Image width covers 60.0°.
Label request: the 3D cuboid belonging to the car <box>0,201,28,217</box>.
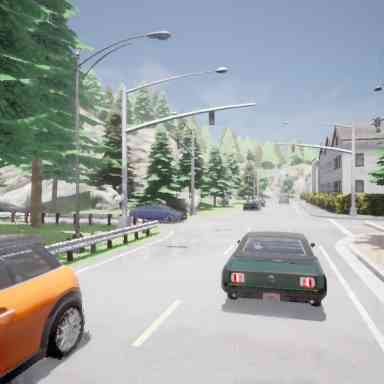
[{"bbox_3d":[-16.256,1.521,28.088,4.892,1.490,1.837,0,0,15],"label":"car"}]

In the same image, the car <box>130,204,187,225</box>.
[{"bbox_3d":[-2.468,1.574,24.319,4.181,1.385,1.994,0,0,16],"label":"car"}]

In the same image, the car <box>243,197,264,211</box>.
[{"bbox_3d":[7.486,1.601,41.228,1.895,1.301,4.718,0,0,16],"label":"car"}]

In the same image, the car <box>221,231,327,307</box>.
[{"bbox_3d":[2.021,1.601,8.106,1.895,1.301,4.718,0,0,15],"label":"car"}]

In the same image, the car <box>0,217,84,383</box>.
[{"bbox_3d":[-3.068,1.352,3.223,2.097,1.767,4.553,0,0,15],"label":"car"}]

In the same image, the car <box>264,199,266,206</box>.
[{"bbox_3d":[10.261,1.491,51.035,2.128,1.511,4.902,0,0,16],"label":"car"}]

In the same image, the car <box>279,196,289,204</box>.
[{"bbox_3d":[17.596,1.547,63.512,2.033,1.411,5.357,0,0,16],"label":"car"}]
